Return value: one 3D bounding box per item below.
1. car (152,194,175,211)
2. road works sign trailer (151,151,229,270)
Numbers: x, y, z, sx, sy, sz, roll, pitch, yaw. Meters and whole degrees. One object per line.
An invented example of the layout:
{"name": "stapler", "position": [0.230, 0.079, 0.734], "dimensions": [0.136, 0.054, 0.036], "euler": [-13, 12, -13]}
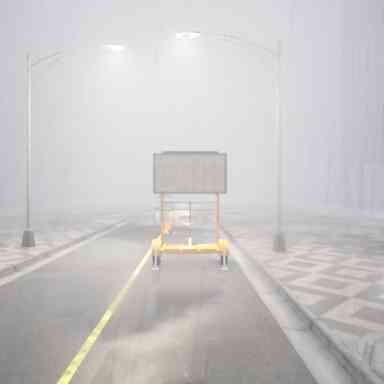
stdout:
{"name": "car", "position": [-3.345, 1.205, 41.457], "dimensions": [2.150, 2.045, 5.566], "euler": [0, 0, 0]}
{"name": "road works sign trailer", "position": [-0.064, 0.458, 10.990], "dimensions": [2.380, 3.560, 2.880], "euler": [0, 0, 0]}
